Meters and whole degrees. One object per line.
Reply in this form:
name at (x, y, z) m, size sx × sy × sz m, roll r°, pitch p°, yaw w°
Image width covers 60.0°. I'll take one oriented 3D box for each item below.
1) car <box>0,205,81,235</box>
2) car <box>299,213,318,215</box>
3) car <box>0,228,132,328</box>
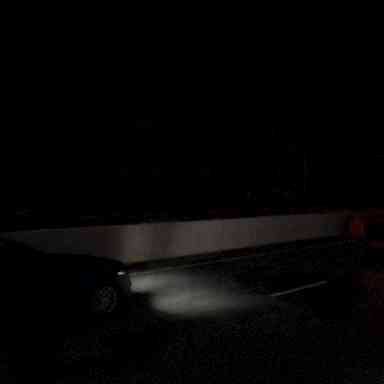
car at (-8.995, 1.542, 19.055) m, size 4.674 × 1.442 × 1.812 m, roll 0°, pitch 0°, yaw -36°
car at (9.236, 1.604, 23.366) m, size 5.008 × 1.535 × 1.882 m, roll 0°, pitch 0°, yaw -36°
car at (-3.340, 1.528, 5.663) m, size 4.674 × 1.442 × 1.812 m, roll 1°, pitch 0°, yaw -36°
